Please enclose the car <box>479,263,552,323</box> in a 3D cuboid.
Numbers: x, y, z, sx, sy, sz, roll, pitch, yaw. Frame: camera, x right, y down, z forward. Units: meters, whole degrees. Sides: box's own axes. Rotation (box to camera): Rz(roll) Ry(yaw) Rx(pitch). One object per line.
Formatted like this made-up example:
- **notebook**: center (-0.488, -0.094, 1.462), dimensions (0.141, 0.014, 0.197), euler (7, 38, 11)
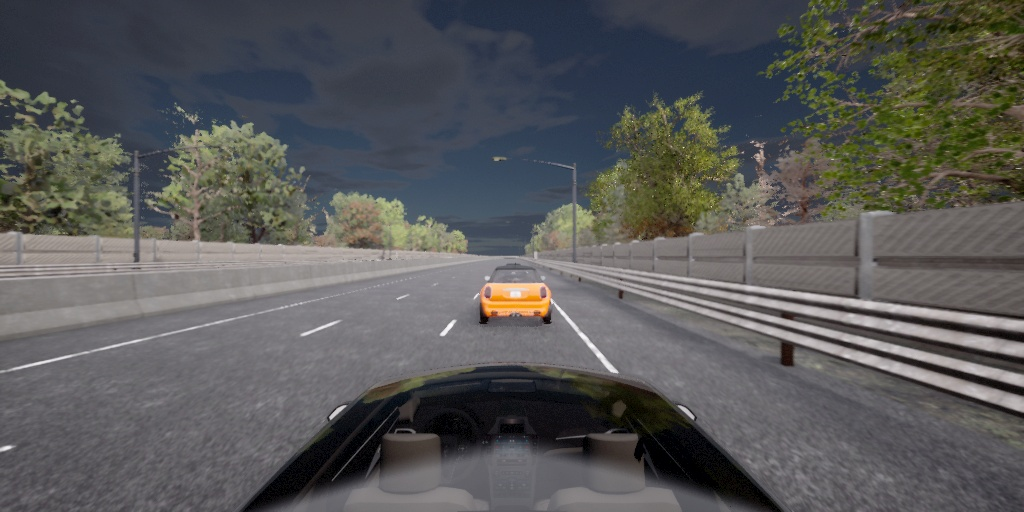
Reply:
- **car**: center (0.103, 1.078, 12.115), dimensions (2.097, 1.767, 4.553), euler (0, 0, 0)
